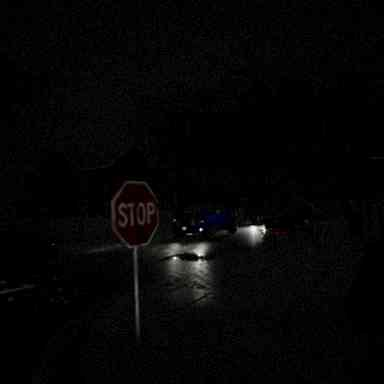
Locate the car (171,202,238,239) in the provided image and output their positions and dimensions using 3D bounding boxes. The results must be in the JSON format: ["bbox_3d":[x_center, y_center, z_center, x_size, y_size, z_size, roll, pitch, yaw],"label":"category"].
[{"bbox_3d":[0.943,1.682,20.429,2.150,2.045,5.566,-4,-3,30],"label":"car"}]

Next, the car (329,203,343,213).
[{"bbox_3d":[22.207,2.386,50.829,1.882,1.535,5.008,-4,-3,30],"label":"car"}]

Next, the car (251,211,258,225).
[{"bbox_3d":[6.908,2.134,30.555,2.128,1.511,4.902,-4,-3,30],"label":"car"}]

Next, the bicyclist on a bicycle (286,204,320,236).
[{"bbox_3d":[5.467,1.407,16.579,1.656,1.620,0.582,-4,-3,30],"label":"bicyclist on a bicycle"}]

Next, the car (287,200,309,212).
[{"bbox_3d":[12.456,2.043,39.975,2.150,2.045,5.566,-4,-3,32],"label":"car"}]

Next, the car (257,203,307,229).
[{"bbox_3d":[6.766,1.865,24.486,1.882,1.535,5.008,-4,-3,30],"label":"car"}]

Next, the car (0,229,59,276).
[{"bbox_3d":[-6.220,1.817,9.484,1.812,1.442,4.674,-4,-3,40],"label":"car"}]
